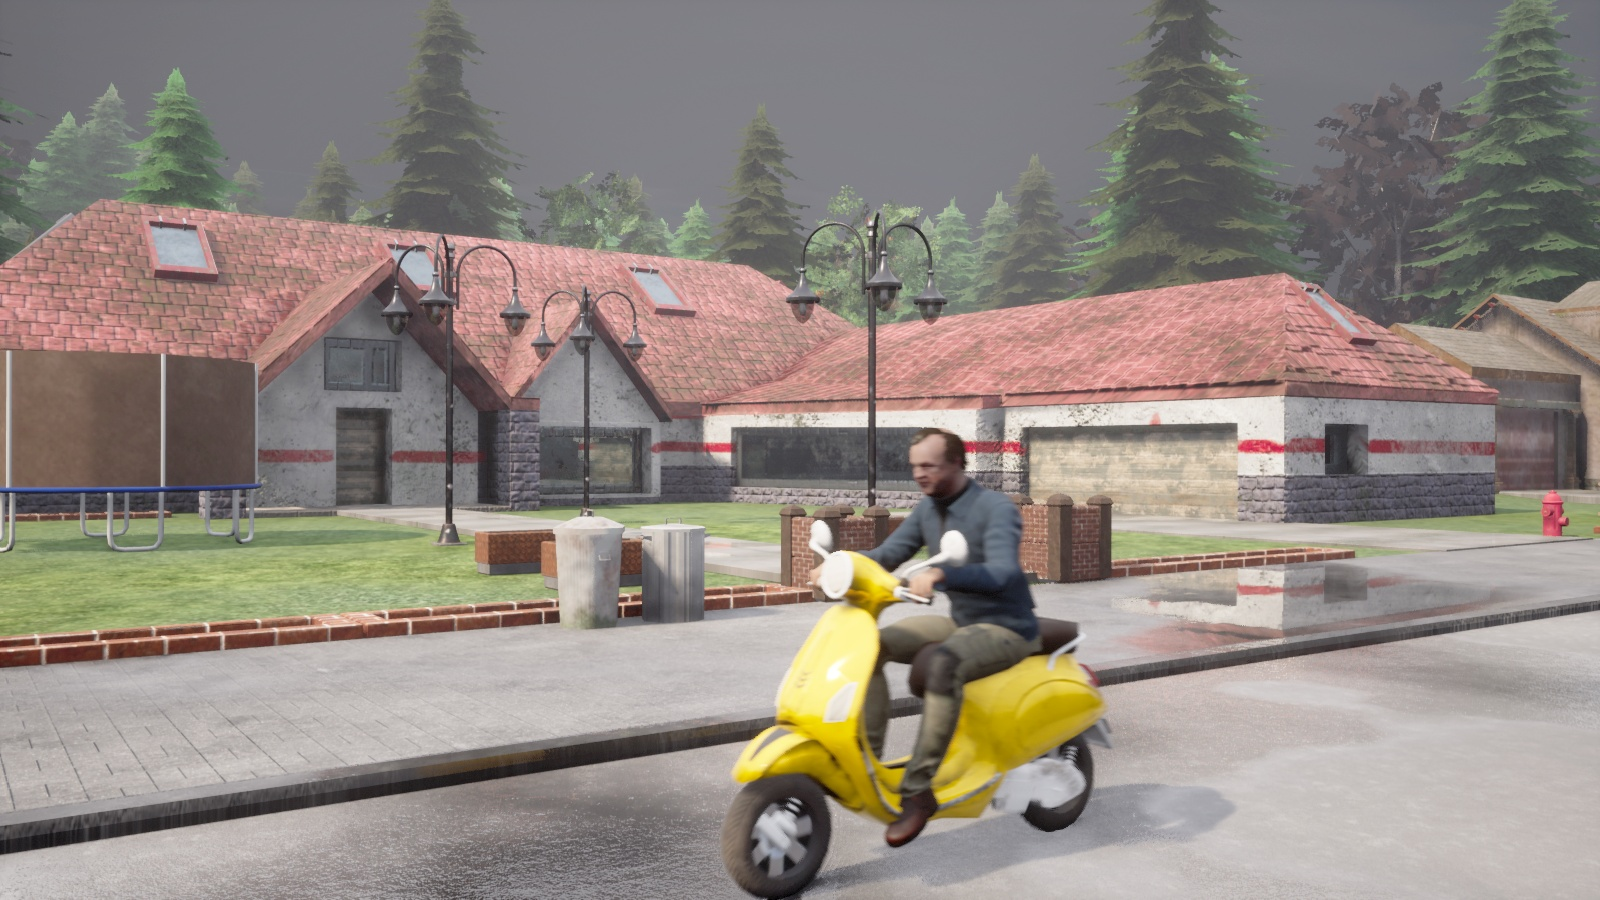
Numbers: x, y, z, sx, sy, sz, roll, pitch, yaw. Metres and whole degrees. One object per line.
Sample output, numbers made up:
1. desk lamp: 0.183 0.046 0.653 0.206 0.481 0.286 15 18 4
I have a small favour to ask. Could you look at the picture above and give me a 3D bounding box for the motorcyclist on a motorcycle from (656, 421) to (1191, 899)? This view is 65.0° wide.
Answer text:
1. motorcyclist on a motorcycle: 0.487 0.709 4.607 1.817 1.590 0.866 0 0 -35
